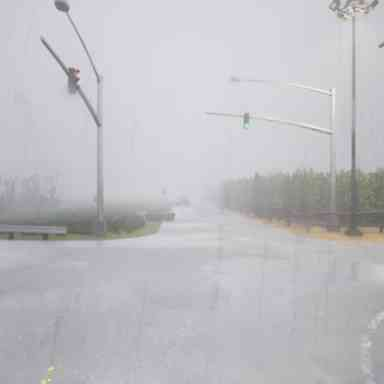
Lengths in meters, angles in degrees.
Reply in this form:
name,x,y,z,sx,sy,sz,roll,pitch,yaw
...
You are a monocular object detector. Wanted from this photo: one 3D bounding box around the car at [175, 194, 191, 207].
name,x,y,z,sx,sy,sz,roll,pitch,yaw
car,-1.223,1.111,45.950,2.097,1.767,4.553,0,0,-3
